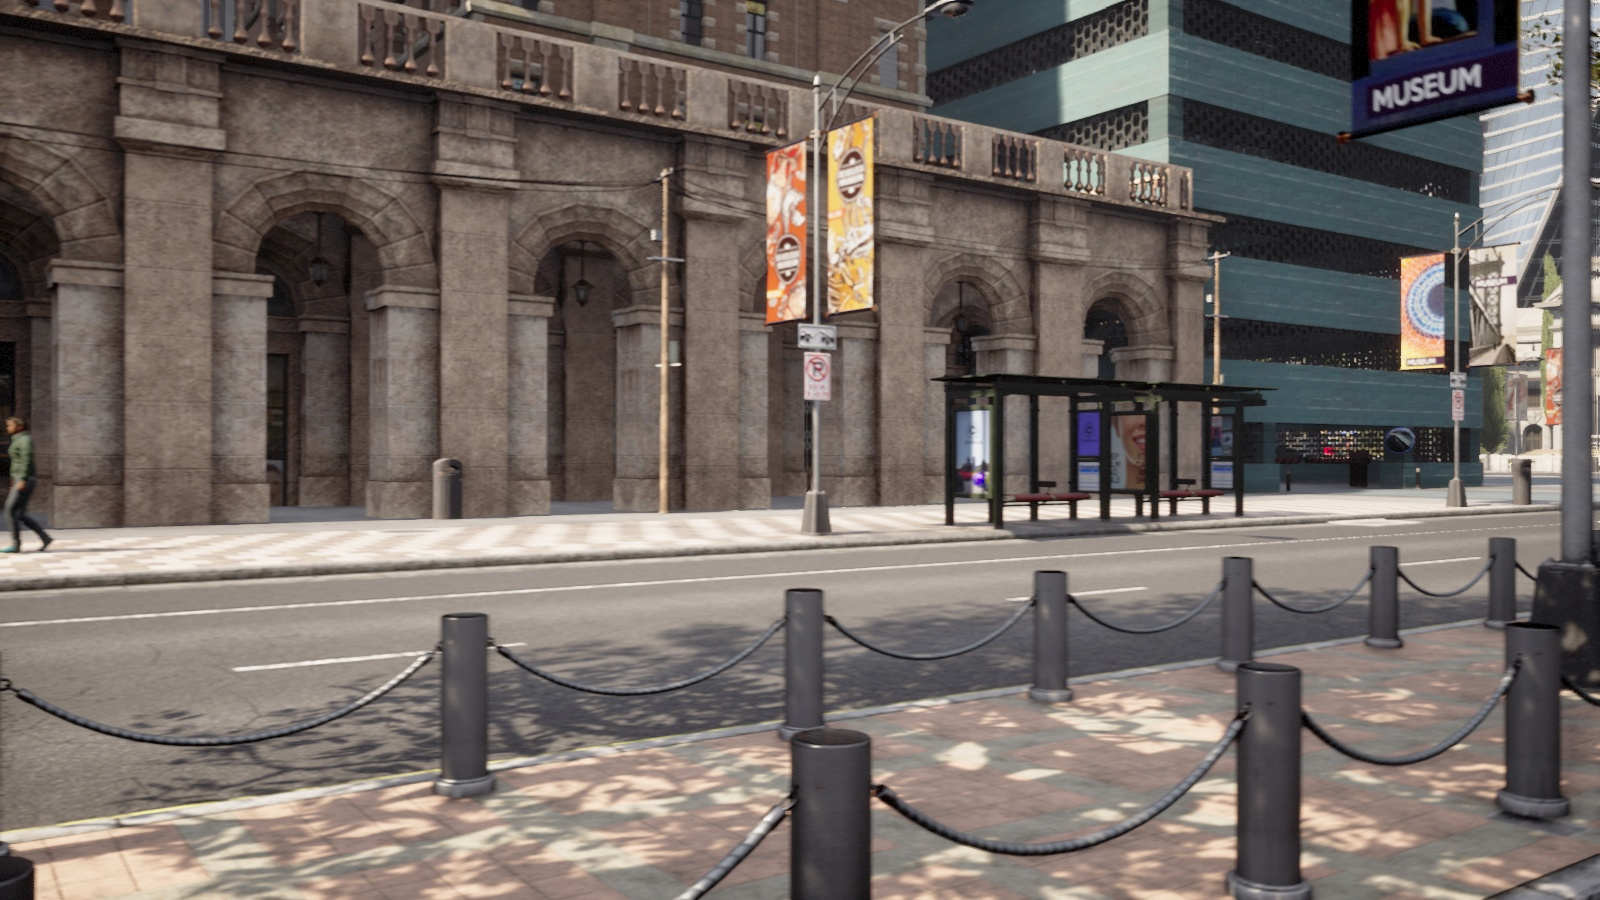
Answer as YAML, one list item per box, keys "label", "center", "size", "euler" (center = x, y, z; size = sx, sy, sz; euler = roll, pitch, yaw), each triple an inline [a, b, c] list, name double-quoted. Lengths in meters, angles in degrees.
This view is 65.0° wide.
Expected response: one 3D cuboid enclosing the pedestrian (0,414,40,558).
- label: "pedestrian"
  center: [-10.257, 0.463, 16.338]
  size: [0.614, 1.847, 0.353]
  euler: [0, 0, -34]
